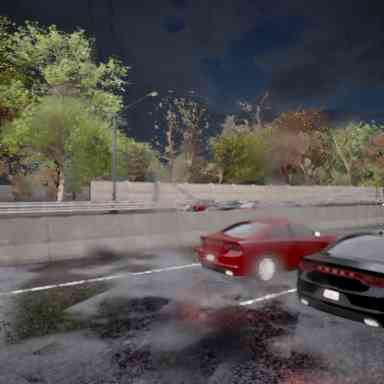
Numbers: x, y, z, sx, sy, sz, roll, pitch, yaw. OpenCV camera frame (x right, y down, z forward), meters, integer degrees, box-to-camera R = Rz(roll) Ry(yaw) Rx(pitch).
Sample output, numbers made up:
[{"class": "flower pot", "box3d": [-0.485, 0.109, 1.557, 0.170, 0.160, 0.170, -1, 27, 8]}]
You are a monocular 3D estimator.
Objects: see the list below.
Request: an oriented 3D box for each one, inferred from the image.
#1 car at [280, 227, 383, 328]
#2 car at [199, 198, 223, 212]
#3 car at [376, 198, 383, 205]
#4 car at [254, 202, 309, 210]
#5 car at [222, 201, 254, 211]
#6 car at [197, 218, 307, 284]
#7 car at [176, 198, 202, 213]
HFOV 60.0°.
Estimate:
[{"class": "car", "box3d": [4.254, 1.512, 6.782, 5.008, 1.535, 1.882, 0, 0, -35]}, {"class": "car", "box3d": [3.431, 1.610, 32.223, 4.892, 1.490, 1.837, 0, 0, -35]}, {"class": "car", "box3d": [34.234, 1.819, 58.362, 5.008, 1.535, 1.882, 0, 0, -35]}, {"class": "car", "box3d": [7.529, 1.611, 26.548, 4.892, 1.490, 1.837, 0, 0, -35]}, {"class": "car", "box3d": [5.236, 1.630, 29.212, 4.674, 1.442, 1.812, 0, 0, -35]}, {"class": "car", "box3d": [2.486, 1.513, 9.818, 5.008, 1.535, 1.882, 0, 0, -35]}, {"class": "car", "box3d": [0.584, 1.451, 34.122, 4.553, 1.767, 2.097, 0, 0, -37]}]
